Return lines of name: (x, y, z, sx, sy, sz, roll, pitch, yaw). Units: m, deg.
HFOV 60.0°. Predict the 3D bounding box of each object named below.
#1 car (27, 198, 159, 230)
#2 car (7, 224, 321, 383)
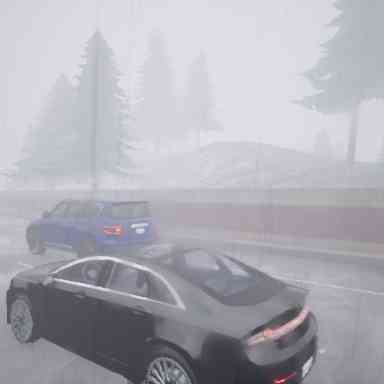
car: (-3.530, 1.217, 11.379, 5.566, 2.045, 2.150, 0, 0, 40)
car: (-0.795, 1.490, 4.733, 4.902, 1.511, 2.128, 0, 0, 37)
